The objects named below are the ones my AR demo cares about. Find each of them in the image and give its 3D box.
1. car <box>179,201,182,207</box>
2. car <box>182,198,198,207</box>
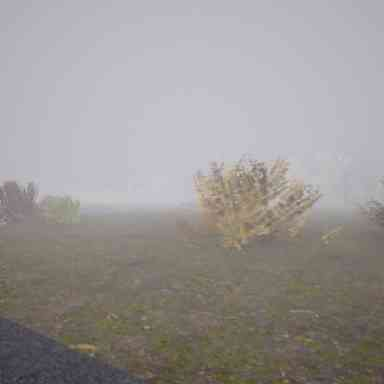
[{"bbox_3d":[-0.638,1.993,65.830,2.097,1.767,4.553,-1,-1,36],"label":"car"},{"bbox_3d":[1.011,2.106,62.071,2.033,1.411,5.357,-1,-1,36],"label":"car"}]
